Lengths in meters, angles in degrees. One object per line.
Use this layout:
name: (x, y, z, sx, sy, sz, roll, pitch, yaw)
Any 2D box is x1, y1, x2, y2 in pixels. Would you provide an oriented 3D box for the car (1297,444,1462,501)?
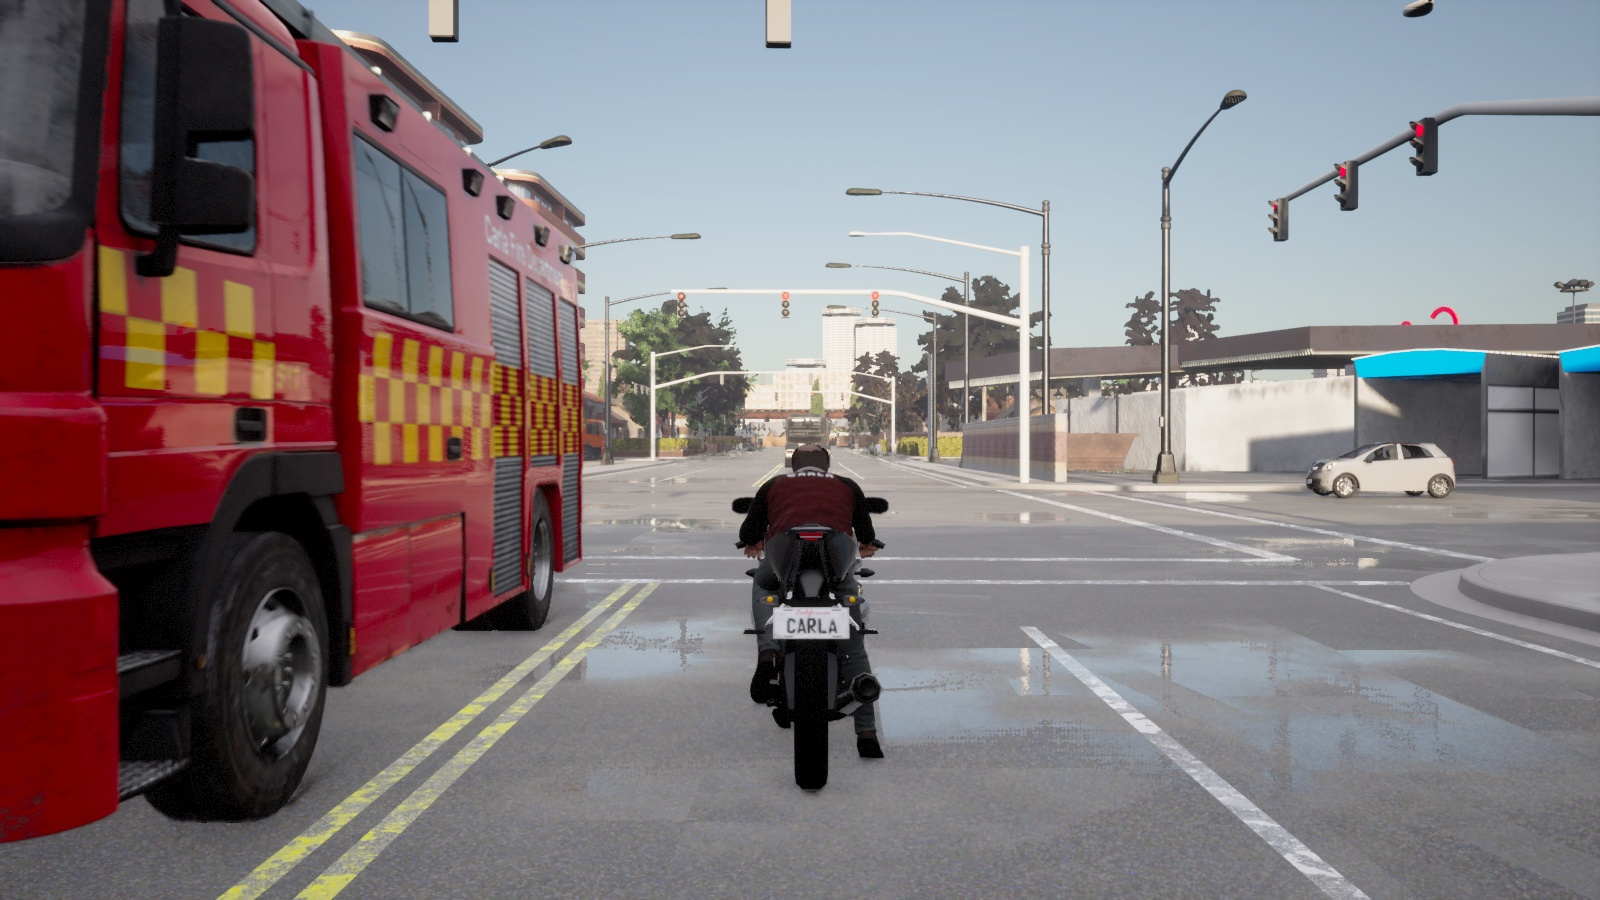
car: (15.650, 0.581, 34.043, 3.633, 1.501, 1.845, 0, 0, 1)

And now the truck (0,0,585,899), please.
truck: (-3.442, -0.462, 7.286, 2.891, 3.827, 8.468, 0, 0, 0)

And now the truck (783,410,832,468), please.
truck: (0.466, -0.678, 78.471, 2.891, 3.462, 7.936, 0, 0, 0)

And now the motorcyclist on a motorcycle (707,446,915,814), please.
motorcyclist on a motorcycle: (0.052, 0.746, 6.329, 0.866, 1.530, 2.191, 0, 0, 0)
